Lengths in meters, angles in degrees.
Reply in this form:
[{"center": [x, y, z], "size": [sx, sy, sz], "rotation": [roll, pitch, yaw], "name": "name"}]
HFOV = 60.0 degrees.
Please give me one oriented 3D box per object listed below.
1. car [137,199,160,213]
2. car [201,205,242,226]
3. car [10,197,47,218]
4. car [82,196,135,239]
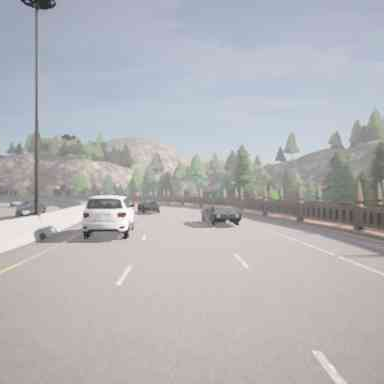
[{"center": [-4.802, 1.484, 36.193], "size": [2.128, 1.511, 4.902], "rotation": [0, 0, -17], "name": "car"}, {"center": [1.917, 1.581, 23.417], "size": [1.895, 1.301, 4.718], "rotation": [0, 0, -9], "name": "car"}, {"center": [-13.704, 1.492, 28.558], "size": [2.128, 1.511, 4.902], "rotation": [0, 0, -15], "name": "car"}, {"center": [-4.265, 1.207, 17.522], "size": [2.150, 2.045, 5.566], "rotation": [0, 0, -7], "name": "car"}]
